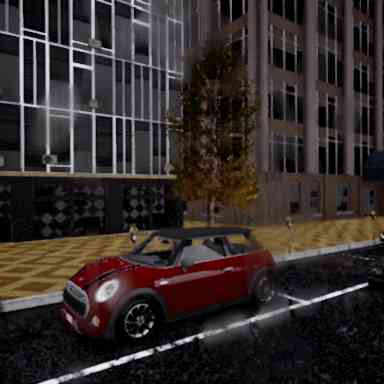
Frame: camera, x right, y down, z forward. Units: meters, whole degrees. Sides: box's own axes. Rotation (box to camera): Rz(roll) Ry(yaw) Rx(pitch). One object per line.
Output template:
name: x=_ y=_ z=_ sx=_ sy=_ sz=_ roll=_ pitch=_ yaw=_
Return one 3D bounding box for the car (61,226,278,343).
car: x=-0.290 y=1.443 z=6.357 sx=4.097 sy=1.590 sz=1.967 roll=0 pitch=-1 yaw=-35

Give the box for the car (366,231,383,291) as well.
car: x=6.301 y=1.555 z=7.848 sx=5.357 sy=1.411 sz=2.033 roll=0 pitch=0 yaw=-35
